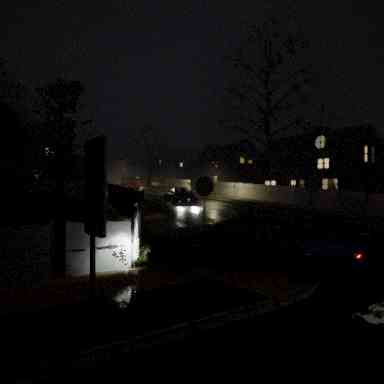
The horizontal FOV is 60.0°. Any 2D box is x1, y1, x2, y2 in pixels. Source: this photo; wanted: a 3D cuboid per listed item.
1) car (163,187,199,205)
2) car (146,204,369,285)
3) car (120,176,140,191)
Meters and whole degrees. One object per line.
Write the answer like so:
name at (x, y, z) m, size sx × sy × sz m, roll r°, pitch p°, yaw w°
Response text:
car at (-0.963, 0.312, 27.517) m, size 1.994 × 1.385 × 4.181 m, roll 0°, pitch 3°, yaw -21°
car at (1.545, 1.303, 8.675) m, size 5.357 × 1.411 × 2.033 m, roll 1°, pitch 6°, yaw 18°
car at (-9.105, -1.297, 48.692) m, size 2.150 × 2.045 × 5.566 m, roll 1°, pitch 3°, yaw -21°
